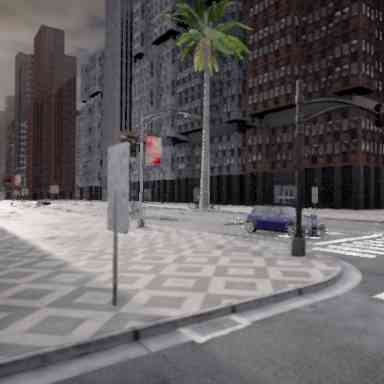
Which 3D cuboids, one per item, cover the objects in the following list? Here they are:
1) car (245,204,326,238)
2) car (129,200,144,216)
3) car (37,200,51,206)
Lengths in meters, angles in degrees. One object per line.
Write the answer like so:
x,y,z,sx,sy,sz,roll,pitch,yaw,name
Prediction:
5.175,1.526,18.810,2.097,1.767,4.553,1,-1,-36,car
-6.925,1.654,35.463,2.097,1.767,4.553,1,-1,-36,car
-29.800,2.202,66.938,1.895,1.301,4.718,1,-1,-36,car
